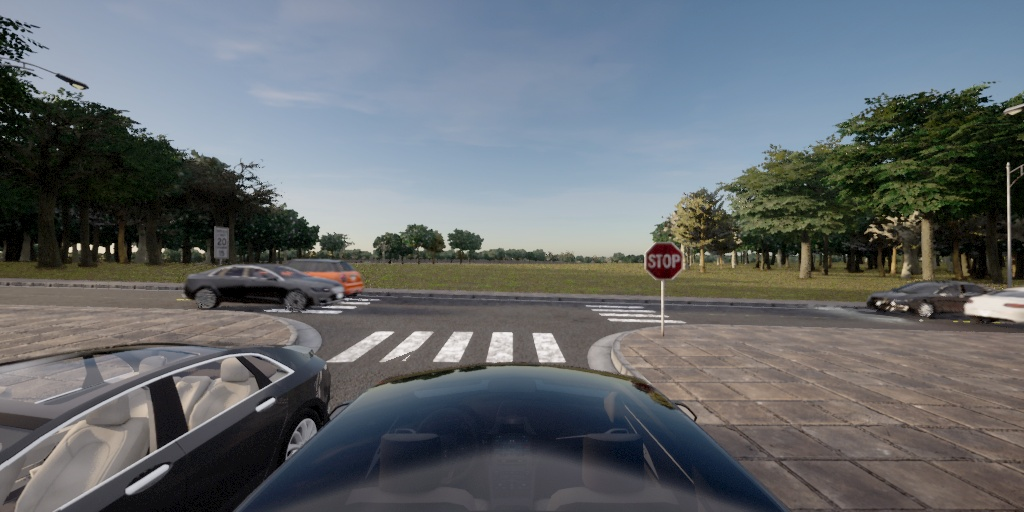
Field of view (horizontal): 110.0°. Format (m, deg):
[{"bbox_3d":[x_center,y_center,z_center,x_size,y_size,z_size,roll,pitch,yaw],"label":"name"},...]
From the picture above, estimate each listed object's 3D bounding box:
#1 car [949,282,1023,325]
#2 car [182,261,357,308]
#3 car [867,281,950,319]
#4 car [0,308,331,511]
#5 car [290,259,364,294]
[{"bbox_3d":[18.524,1.826,12.293,4.674,1.442,1.812,2,-1,0],"label":"car"},{"bbox_3d":[-8.369,1.034,12.336,4.902,1.511,2.128,2,-1,0],"label":"car"},{"bbox_3d":[18.040,1.821,15.243,4.892,1.490,1.837,2,-1,0],"label":"car"},{"bbox_3d":[-2.637,1.300,1.864,2.007,1.370,4.403,0,0,0],"label":"car"},{"bbox_3d":[-8.859,0.909,15.287,4.553,1.767,2.097,2,-1,0],"label":"car"}]
